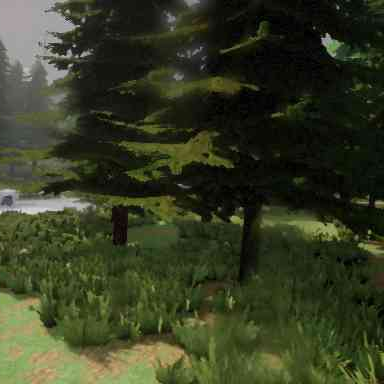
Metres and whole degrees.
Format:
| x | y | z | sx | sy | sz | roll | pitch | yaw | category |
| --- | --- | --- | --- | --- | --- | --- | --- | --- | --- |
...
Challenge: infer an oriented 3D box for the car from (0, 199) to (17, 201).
| x | y | z | sx | sy | sz | roll | pitch | yaw | category |
| --- | --- | --- | --- | --- | --- | --- | --- | --- | --- |
| -13.002 | 0.162 | 20.314 | 1.812 | 1.442 | 4.674 | 5 | 3 | 28 | car |
